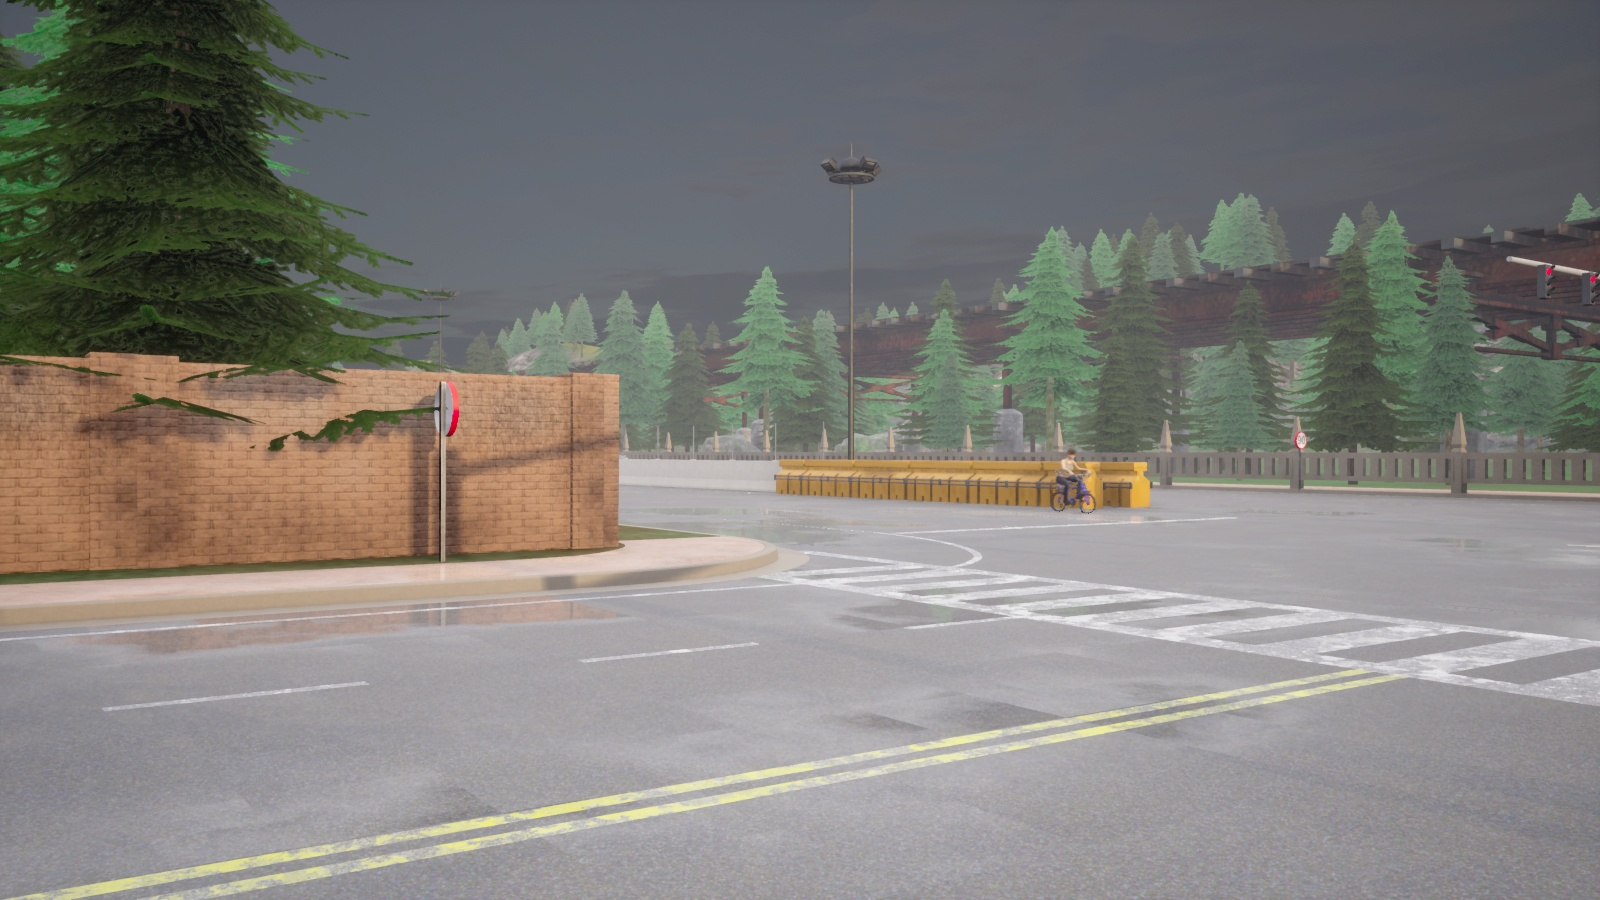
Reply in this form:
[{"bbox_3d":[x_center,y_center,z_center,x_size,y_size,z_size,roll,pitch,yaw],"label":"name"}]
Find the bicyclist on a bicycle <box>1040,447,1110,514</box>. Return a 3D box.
[{"bbox_3d":[6.815,0.744,31.203,0.866,1.612,1.509,0,1,-34],"label":"bicyclist on a bicycle"}]
